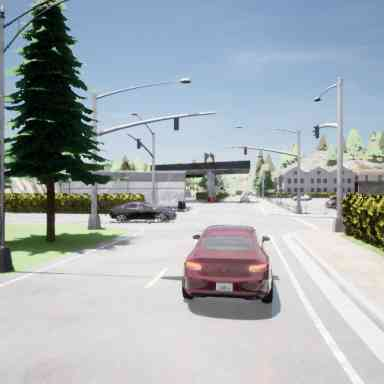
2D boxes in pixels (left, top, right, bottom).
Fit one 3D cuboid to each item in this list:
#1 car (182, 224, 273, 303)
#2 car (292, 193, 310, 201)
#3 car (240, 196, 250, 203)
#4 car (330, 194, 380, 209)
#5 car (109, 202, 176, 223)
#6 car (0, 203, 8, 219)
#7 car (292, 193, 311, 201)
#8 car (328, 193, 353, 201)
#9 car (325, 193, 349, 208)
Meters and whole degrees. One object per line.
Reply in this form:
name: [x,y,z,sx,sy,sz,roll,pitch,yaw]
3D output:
car: [0.932,1.526,8.188,1.812,1.442,4.674,0,0,9]
car: [24.846,1.361,75.825,3.806,1.475,1.970,0,0,9]
car: [10.796,1.526,68.022,1.812,1.442,4.674,0,0,10]
car: [19.053,1.340,38.882,4.514,1.523,2.007,0,0,9]
car: [-3.619,1.492,24.653,4.902,1.511,2.128,0,0,1]
car: [-17.577,1.222,26.378,5.566,2.045,2.150,0,0,9]
car: [25.973,1.077,79.012,3.866,1.878,1.905,0,0,9]
car: [33.225,1.097,74.526,4.605,1.855,1.932,0,0,9]
car: [19.495,1.330,41.988,5.027,1.636,2.152,0,0,9]
